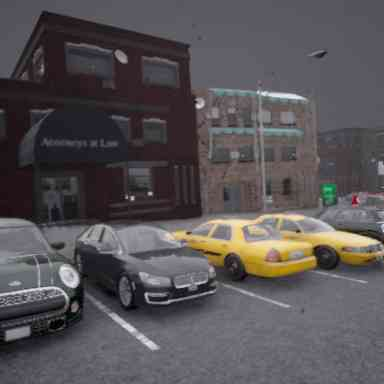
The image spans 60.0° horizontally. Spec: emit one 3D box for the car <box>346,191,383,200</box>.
[{"bbox_3d":[10.613,1.100,16.530,2.435,2.045,5.566,-1,1,-35],"label":"car"}]

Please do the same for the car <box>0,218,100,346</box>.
[{"bbox_3d":[-3.695,1.352,6.406,2.185,1.767,4.553,0,0,-35],"label":"car"}]

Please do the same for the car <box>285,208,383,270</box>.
[{"bbox_3d":[3.609,1.449,11.346,1.946,1.575,5.366,0,0,-35],"label":"car"}]

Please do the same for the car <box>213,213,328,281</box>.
[{"bbox_3d":[1.001,1.458,9.942,1.946,1.575,5.366,0,0,-35],"label":"car"}]

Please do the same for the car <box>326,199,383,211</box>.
[{"bbox_3d":[5.915,1.313,13.179,2.185,1.767,4.553,0,0,-36],"label":"car"}]

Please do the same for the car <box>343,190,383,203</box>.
[{"bbox_3d":[21.953,0.586,42.842,1.994,1.385,4.181,-4,0,-22],"label":"car"}]

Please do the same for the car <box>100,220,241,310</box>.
[{"bbox_3d":[-1.390,1.471,8.018,2.231,1.521,4.892,0,0,-35],"label":"car"}]
